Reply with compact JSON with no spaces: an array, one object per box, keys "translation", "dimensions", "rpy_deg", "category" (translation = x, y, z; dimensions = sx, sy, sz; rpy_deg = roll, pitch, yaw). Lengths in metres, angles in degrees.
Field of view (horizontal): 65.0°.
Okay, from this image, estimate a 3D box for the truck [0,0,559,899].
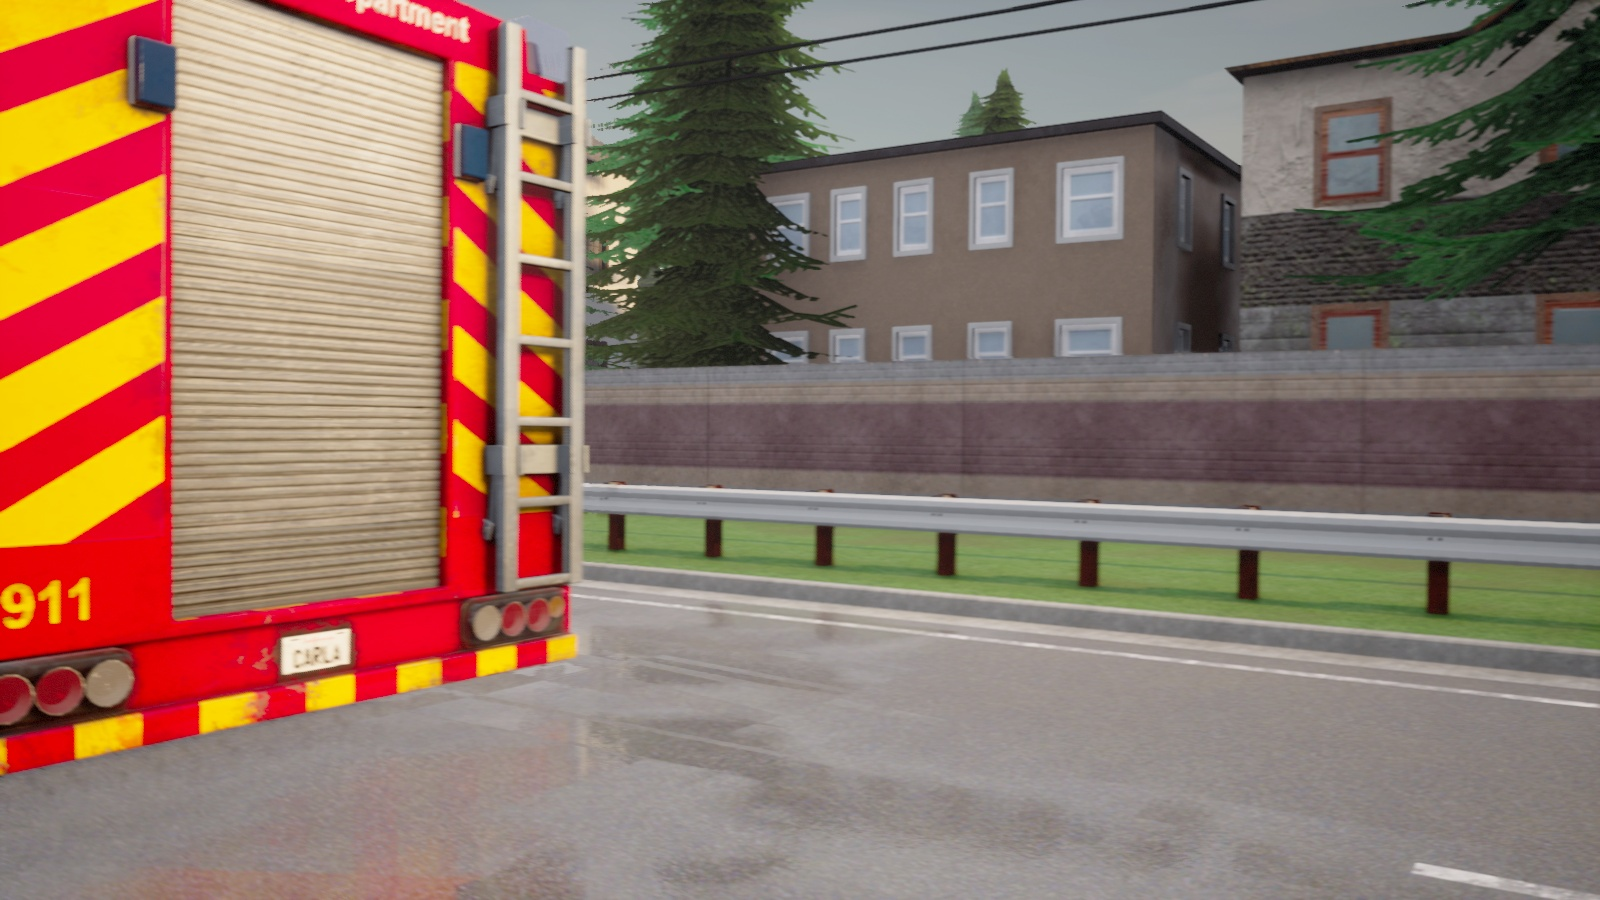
[{"translation":[-5.524,-0.483,7.271],"dimensions":[8.468,3.827,2.891],"rpy_deg":[0,1,34],"category":"truck"}]
